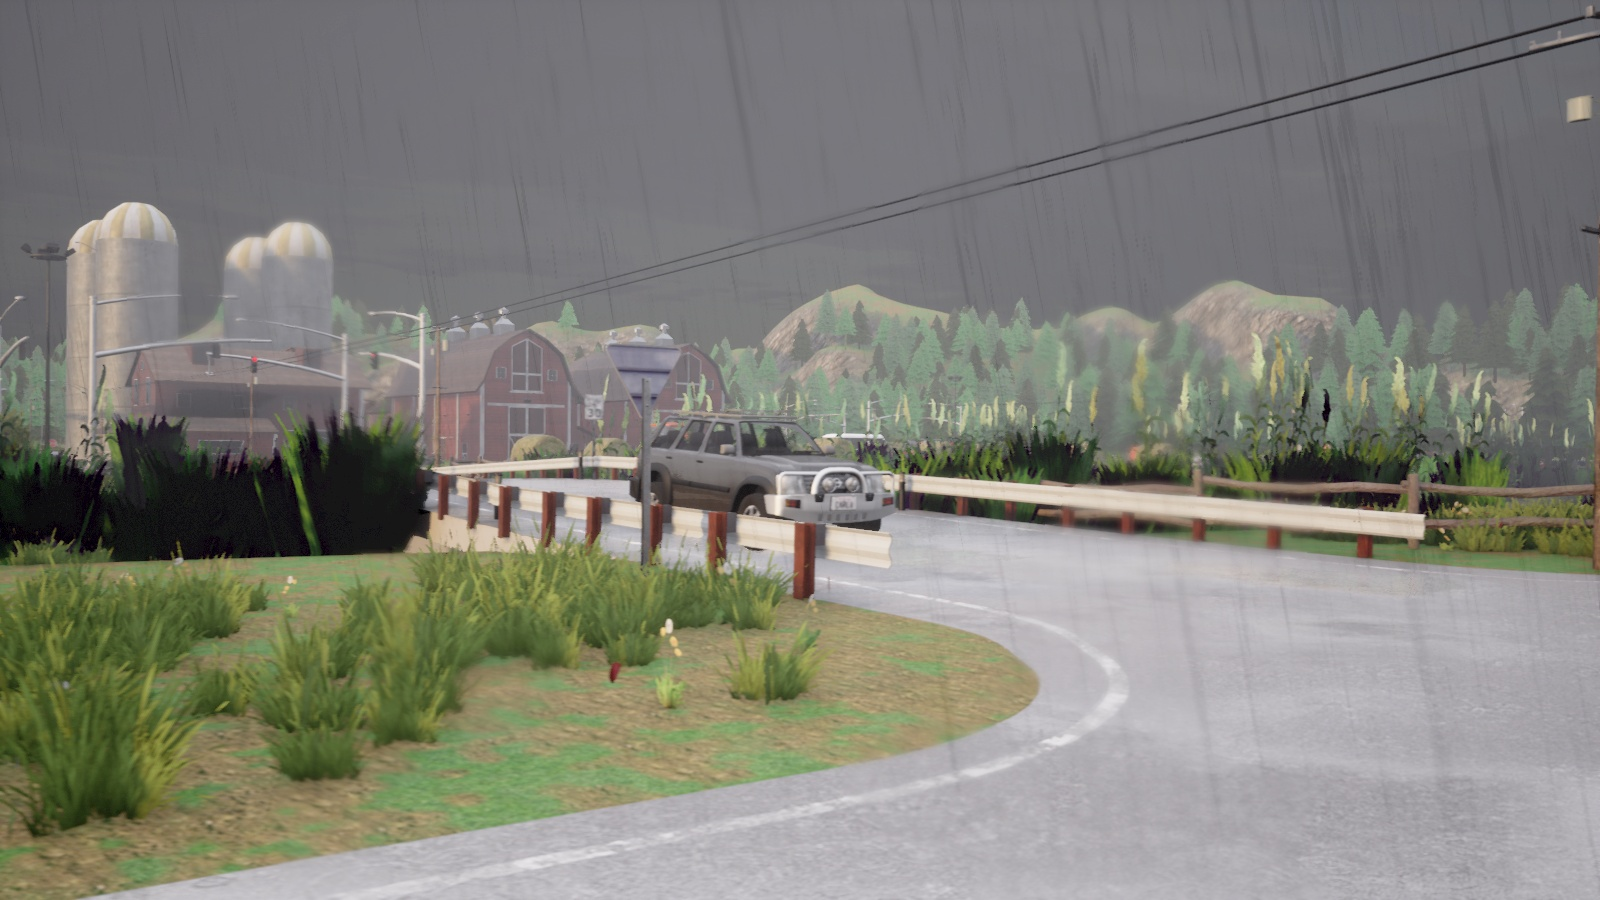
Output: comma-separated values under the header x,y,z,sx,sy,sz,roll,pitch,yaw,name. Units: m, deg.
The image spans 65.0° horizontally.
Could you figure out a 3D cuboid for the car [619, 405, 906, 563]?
x,y,z,sx,sy,sz,roll,pitch,yaw,name
-0.699,0.355,18.055,1.932,1.855,4.605,0,3,-34,car
